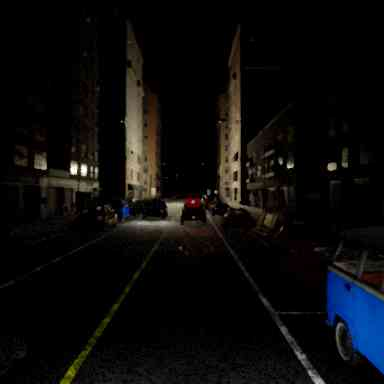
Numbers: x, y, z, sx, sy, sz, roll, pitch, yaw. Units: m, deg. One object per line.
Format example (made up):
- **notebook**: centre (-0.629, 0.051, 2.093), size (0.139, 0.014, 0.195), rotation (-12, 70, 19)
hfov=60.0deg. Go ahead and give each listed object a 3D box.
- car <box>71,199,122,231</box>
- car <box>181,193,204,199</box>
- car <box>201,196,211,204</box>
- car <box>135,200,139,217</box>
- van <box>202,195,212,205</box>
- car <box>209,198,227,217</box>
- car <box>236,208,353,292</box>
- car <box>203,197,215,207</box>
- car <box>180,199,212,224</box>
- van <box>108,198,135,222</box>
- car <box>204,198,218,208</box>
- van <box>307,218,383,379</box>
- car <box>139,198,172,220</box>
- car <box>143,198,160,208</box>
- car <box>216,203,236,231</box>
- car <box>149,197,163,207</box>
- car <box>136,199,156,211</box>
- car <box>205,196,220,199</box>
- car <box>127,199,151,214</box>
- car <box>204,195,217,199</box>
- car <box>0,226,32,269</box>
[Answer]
- **car**: centre (-5.843, 1.453, 20.213), size (1.967, 1.590, 4.097), rotation (1, 0, 0)
- **car**: centre (0.114, 1.251, 42.451), size (2.150, 2.045, 5.566), rotation (0, 0, 0)
- **car**: centre (2.696, 1.566, 65.762), size (1.752, 1.417, 4.829), rotation (1, 0, 0)
- **car**: centre (-5.841, 1.603, 31.559), size (1.802, 1.307, 4.206), rotation (1, 0, 0)
- **van**: centre (2.696, 1.379, 59.919), size (1.690, 1.788, 3.998), rotation (1, 0, 0)
- **car**: centre (2.685, 1.586, 31.551), size (1.947, 1.339, 4.313), rotation (1, 0, 0)
- **car**: centre (2.681, 1.320, 8.858), size (2.192, 1.841, 5.009), rotation (1, 0, 0)
- **car**: centre (2.693, 1.560, 54.415), size (1.752, 1.417, 4.829), rotation (1, 0, 0)
- **car**: centre (0.108, 1.508, 24.829), size (2.128, 1.511, 4.902), rotation (0, 0, 0)
- **van**: centre (-5.840, 1.358, 25.886), size (1.690, 1.788, 3.998), rotation (1, 0, 0)
- **car**: centre (2.690, 1.614, 48.571), size (1.802, 1.307, 4.206), rotation (1, 0, 0)
- **van**: centre (2.679, 1.343, 3.185), size (1.690, 1.788, 3.998), rotation (1, 0, 0)
- **car**: centre (-3.090, 1.496, 28.813), size (1.882, 1.535, 5.008), rotation (0, 0, 0)
- **car**: centre (-5.835, 1.598, 48.578), size (1.947, 1.339, 4.313), rotation (1, 0, 0)
- **car**: centre (2.681, 1.594, 20.204), size (1.802, 1.307, 4.206), rotation (1, 0, 0)
- **car**: centre (-5.834, 1.580, 54.251), size (1.887, 1.381, 4.507), rotation (1, 0, 0)
- **car**: centre (-5.837, 1.594, 42.905), size (1.947, 1.339, 4.313), rotation (1, 0, 0)
- **car**: centre (2.687, 1.550, 37.395), size (1.752, 1.417, 4.829), rotation (1, 0, 0)
- **car**: centre (-5.839, 1.575, 37.232), size (2.008, 1.369, 4.403), rotation (1, 0, 0)
- **car**: centre (2.691, 1.343, 42.899), size (2.192, 1.841, 5.009), rotation (1, 0, 0)
- **car**: centre (-5.848, 1.587, 8.868), size (1.802, 1.307, 4.206), rotation (1, 0, 0)
